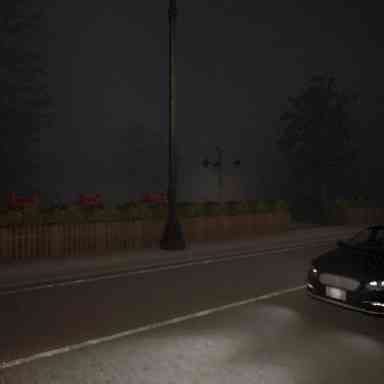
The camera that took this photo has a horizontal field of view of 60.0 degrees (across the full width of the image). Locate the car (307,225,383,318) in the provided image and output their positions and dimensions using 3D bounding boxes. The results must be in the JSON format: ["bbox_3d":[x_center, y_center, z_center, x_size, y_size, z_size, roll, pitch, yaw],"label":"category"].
[{"bbox_3d":[4.484,1.484,7.147,4.902,1.511,2.128,0,0,-35],"label":"car"}]
